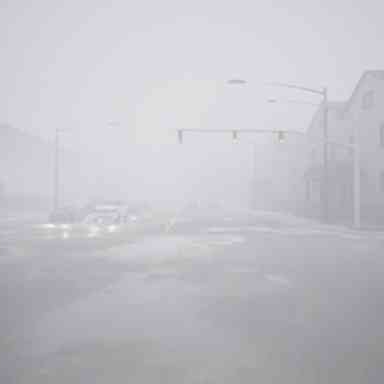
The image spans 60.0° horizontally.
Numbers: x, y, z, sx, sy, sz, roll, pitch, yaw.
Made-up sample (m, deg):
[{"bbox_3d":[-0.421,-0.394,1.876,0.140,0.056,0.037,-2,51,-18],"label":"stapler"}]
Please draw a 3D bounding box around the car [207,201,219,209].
[{"bbox_3d":[3.583,2.165,56.097,1.812,1.442,4.674,0,-1,0],"label":"car"}]

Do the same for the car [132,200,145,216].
[{"bbox_3d":[-7.110,1.950,39.094,1.837,1.490,4.892,0,-1,0],"label":"car"}]

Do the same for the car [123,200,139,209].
[{"bbox_3d":[-10.560,2.186,58.094,1.812,1.442,4.674,0,-1,1],"label":"car"}]

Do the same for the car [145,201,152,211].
[{"bbox_3d":[-7.102,2.041,49.481,1.882,1.535,5.008,0,-1,0],"label":"car"}]

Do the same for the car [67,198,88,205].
[{"bbox_3d":[-28.993,2.412,84.583,2.038,1.542,4.974,0,-1,29],"label":"car"}]

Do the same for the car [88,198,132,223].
[{"bbox_3d":[-7.109,1.558,29.546,2.150,2.045,5.566,0,-1,0],"label":"car"}]

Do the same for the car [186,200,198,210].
[{"bbox_3d":[-0.014,2.101,53.504,2.128,1.511,4.902,0,-1,0],"label":"car"}]

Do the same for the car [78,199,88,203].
[{"bbox_3d":[-10.610,1.651,37.771,2.150,2.045,5.566,0,-1,0],"label":"car"}]

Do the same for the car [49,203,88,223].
[{"bbox_3d":[-10.608,1.889,28.508,1.994,1.385,4.181,0,-1,0],"label":"car"}]

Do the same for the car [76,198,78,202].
[{"bbox_3d":[-28.202,2.352,79.217,2.038,1.542,4.974,0,-1,-36],"label":"car"}]

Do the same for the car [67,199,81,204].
[{"bbox_3d":[-28.233,2.195,79.260,1.853,1.218,4.536,0,-1,-36],"label":"car"}]

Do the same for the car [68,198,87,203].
[{"bbox_3d":[-29.018,2.254,84.539,1.853,1.218,4.536,0,-1,29],"label":"car"}]
